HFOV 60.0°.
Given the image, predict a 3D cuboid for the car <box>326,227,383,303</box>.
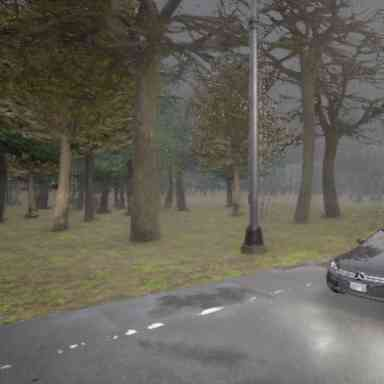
[{"bbox_3d":[5.004,1.504,7.562,4.674,1.442,1.812,0,0,-35],"label":"car"}]
